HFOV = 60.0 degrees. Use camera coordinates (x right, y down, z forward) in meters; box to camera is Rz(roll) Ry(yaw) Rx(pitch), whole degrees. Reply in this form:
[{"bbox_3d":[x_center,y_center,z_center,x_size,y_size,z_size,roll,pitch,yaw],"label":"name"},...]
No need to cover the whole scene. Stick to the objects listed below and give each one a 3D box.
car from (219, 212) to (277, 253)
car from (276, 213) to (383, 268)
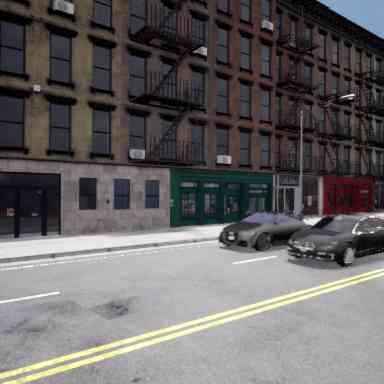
[{"bbox_3d":[3.135,1.566,13.879,4.181,1.385,1.994,0,0,-35],"label":"car"},{"bbox_3d":[5.342,1.507,11.461,4.892,1.490,1.837,0,0,-35],"label":"car"}]
